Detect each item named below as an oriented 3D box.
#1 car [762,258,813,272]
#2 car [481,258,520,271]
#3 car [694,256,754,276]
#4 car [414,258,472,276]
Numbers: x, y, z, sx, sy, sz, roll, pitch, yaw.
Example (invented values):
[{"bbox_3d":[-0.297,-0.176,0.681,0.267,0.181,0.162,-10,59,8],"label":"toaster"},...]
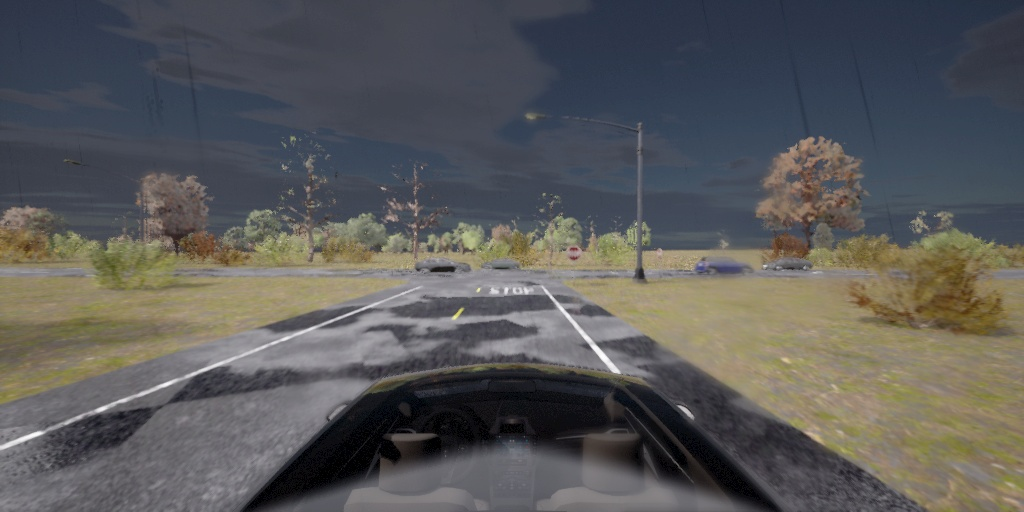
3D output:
[{"bbox_3d":[29.941,0.957,39.110,4.902,1.511,2.128,-1,1,-2],"label":"car"},{"bbox_3d":[-1.212,0.881,38.230,4.181,1.385,1.994,0,1,-1],"label":"car"},{"bbox_3d":[18.761,0.827,31.761,4.553,1.767,2.097,0,1,-2],"label":"car"},{"bbox_3d":[-5.988,0.888,31.110,4.902,1.511,2.128,0,1,-1],"label":"car"}]
